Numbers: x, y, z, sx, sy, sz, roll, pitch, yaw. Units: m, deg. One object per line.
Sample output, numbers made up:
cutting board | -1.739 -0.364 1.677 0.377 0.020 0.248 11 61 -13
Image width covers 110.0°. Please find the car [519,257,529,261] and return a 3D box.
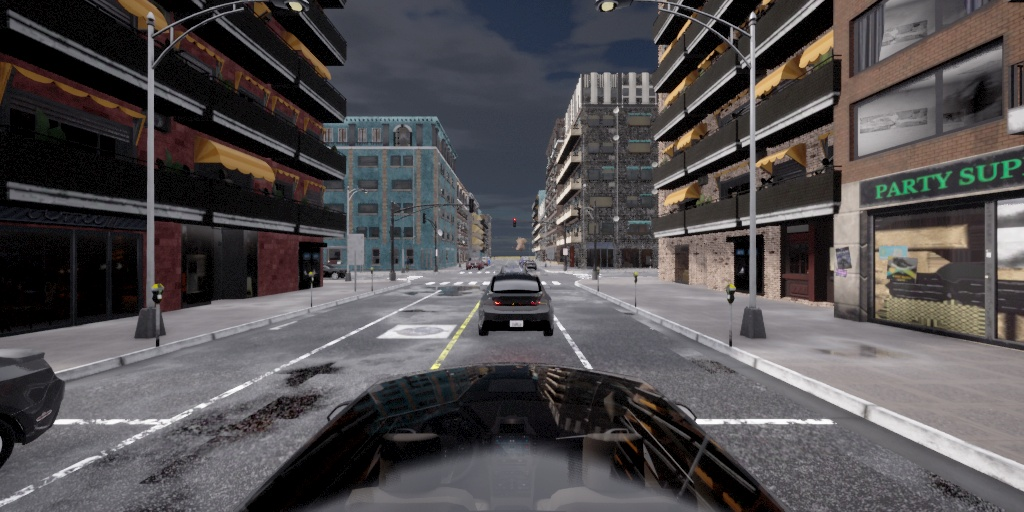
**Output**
car | 2.548 1.312 62.047 1.802 1.307 4.207 0 0 0

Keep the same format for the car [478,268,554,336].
car | 0.094 1.254 10.367 1.837 1.490 4.892 0 0 0

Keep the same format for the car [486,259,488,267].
car | -5.331 1.278 56.493 1.888 1.381 4.507 0 0 0

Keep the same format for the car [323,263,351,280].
car | -17.657 1.420 33.368 5.008 1.535 1.882 -1 0 0

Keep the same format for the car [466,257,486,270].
car | -5.329 1.051 50.941 2.192 1.841 5.009 0 0 0

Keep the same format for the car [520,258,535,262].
car | 2.551 1.303 50.943 1.948 1.339 4.313 0 0 0

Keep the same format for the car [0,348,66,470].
car | -5.315 1.300 1.691 2.007 1.370 4.403 0 0 0

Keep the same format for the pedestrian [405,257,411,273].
pedestrian | -12.162 1.029 41.689 0.375 1.860 0.375 0 1 0

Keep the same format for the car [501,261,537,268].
car | 0.096 1.239 19.702 2.128 1.511 4.902 0 0 0
